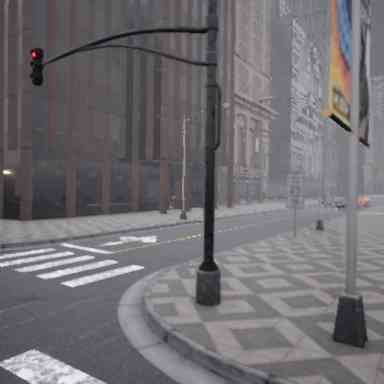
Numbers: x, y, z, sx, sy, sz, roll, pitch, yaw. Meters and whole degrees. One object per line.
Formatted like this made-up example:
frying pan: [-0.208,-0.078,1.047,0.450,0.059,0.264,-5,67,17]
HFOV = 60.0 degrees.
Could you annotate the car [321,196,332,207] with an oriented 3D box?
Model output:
car: [18.863,1.335,45.763,1.837,1.490,4.892,1,1,35]

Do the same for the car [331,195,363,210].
car: [19.149,1.440,40.859,2.033,1.411,5.357,1,1,36]

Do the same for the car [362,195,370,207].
car: [24.730,1.212,48.883,2.097,1.767,4.553,1,1,35]
